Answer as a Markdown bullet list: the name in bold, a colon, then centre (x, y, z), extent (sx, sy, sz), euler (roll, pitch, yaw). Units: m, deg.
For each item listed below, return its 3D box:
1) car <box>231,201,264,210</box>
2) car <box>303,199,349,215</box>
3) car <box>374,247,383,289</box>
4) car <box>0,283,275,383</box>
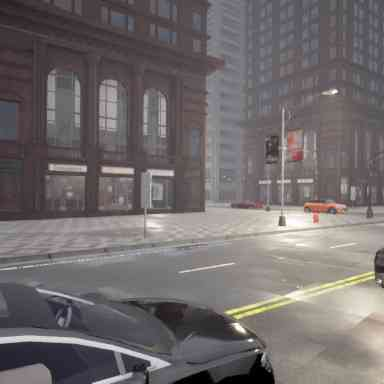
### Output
- **car**: centre (7.521, 1.826, 45.455), extent (1.895, 1.301, 4.718), euler (1, -1, -35)
- **car**: centre (14.380, 1.523, 35.802), extent (2.097, 1.767, 4.553), euler (1, -1, -35)
- **car**: centre (6.162, 1.516, 7.819), extent (4.892, 1.490, 1.837), euler (0, 0, -35)
- **car**: centre (-1.456, 1.492, 2.400), extent (4.902, 1.511, 2.128), euler (0, 0, -35)
